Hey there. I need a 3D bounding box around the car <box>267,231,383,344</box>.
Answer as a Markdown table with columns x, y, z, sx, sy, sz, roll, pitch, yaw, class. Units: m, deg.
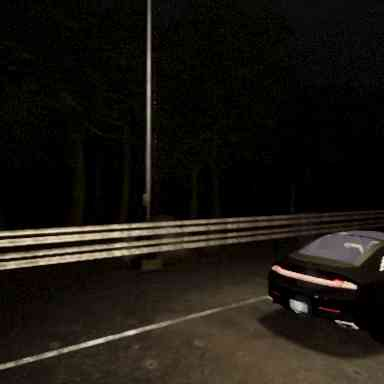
| x | y | z | sx | sy | sz | roll | pitch | yaw | class |
| --- | --- | --- | --- | --- | --- | --- | --- | --- | --- |
| 3.581 | 1.515 | 6.423 | 4.902 | 1.511 | 2.128 | 0 | 0 | -36 | car |
